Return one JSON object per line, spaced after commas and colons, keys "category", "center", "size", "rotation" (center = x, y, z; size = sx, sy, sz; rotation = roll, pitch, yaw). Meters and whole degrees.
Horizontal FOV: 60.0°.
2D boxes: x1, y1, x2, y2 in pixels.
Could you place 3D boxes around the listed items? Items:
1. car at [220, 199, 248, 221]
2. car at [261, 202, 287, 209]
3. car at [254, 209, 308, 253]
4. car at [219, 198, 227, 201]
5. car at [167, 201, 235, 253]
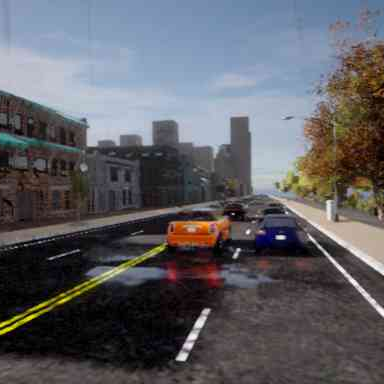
{"category": "car", "center": [3.916, 1.657, 29.577], "size": [1.882, 1.535, 5.008], "rotation": [-1, 0, 13]}
{"category": "car", "center": [7.049, 1.642, 28.699], "size": [1.837, 1.490, 4.892], "rotation": [-1, 0, 13]}
{"category": "car", "center": [3.680, 1.627, 14.024], "size": [1.994, 1.385, 4.181], "rotation": [-1, 0, 13]}
{"category": "car", "center": [6.861, 1.985, 71.487], "size": [1.812, 1.442, 4.674], "rotation": [-1, 0, 13]}
{"category": "car", "center": [0.466, 1.457, 14.565], "size": [2.097, 1.767, 4.553], "rotation": [-1, -1, 13]}
